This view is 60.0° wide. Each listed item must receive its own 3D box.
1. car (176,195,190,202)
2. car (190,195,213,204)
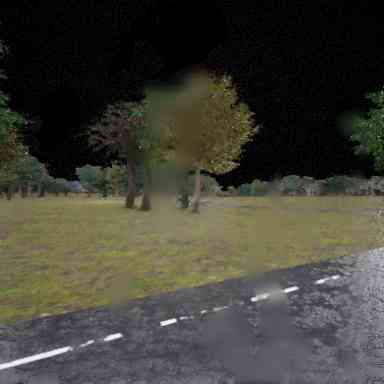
[{"bbox_3d":[-1.536,1.378,71.945,2.097,1.767,4.553,1,0,-34],"label":"car"},{"bbox_3d":[2.164,1.777,66.411,1.895,1.301,4.718,1,-1,-34],"label":"car"}]
